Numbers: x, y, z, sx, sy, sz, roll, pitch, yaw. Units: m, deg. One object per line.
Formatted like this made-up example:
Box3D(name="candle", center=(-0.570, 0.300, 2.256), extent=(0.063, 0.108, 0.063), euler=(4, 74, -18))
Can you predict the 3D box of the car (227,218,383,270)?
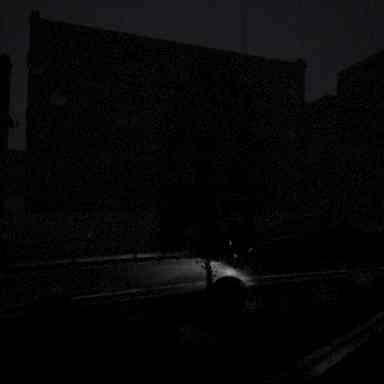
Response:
Box3D(name="car", center=(3.876, 1.583, 10.988), extent=(5.357, 1.411, 2.033), euler=(1, -1, -17))
